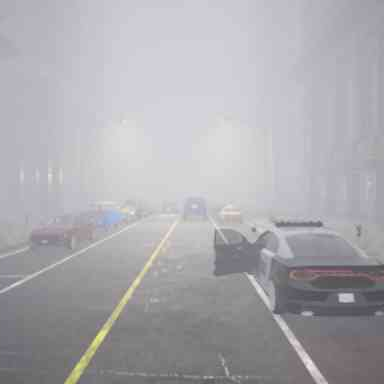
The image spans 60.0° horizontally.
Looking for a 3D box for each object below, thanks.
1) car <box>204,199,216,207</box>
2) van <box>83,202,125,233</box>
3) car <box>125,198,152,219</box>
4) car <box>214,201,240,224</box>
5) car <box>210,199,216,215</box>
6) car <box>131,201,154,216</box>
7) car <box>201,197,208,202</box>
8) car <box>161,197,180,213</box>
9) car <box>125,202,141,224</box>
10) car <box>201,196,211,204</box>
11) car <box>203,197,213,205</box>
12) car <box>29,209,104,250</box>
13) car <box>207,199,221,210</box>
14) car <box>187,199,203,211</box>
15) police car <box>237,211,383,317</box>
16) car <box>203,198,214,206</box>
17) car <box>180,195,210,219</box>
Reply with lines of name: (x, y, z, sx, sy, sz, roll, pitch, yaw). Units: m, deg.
car: (3.227, 1.969, 59.885, 1.947, 1.339, 4.313, 0, 0, 0)
van: (-5.595, 1.504, 20.610, 1.690, 1.788, 3.998, 0, 0, 0)
car: (-5.511, 1.555, 31.846, 2.192, 1.841, 5.009, 0, 0, 0)
car: (2.974, 1.693, 26.344, 1.752, 1.417, 4.829, 0, 0, 0)
car: (3.058, 1.825, 37.411, 1.802, 1.307, 4.206, 0, 0, 0)
car: (-5.469, 1.802, 37.293, 1.752, 1.417, 4.829, 0, 0, 0)
car: (3.482, 2.204, 93.596, 2.008, 1.369, 4.403, 0, 0, 0)
car: (-2.721, 1.783, 41.043, 2.128, 1.511, 4.902, 0, 0, 1)
car: (-5.552, 1.752, 26.226, 2.008, 1.369, 4.403, 0, 0, 0)
car: (3.396, 1.884, 82.360, 2.192, 1.841, 5.009, 0, 0, 0)
car: (3.311, 1.926, 71.123, 1.967, 1.590, 4.097, 0, 0, 0)
car: (-5.637, 1.670, 14.990, 1.887, 1.381, 4.507, 0, 0, 0)
car: (3.143, 1.848, 48.818, 1.752, 1.417, 4.829, 0, 0, 0)
car: (0.394, 1.806, 46.075, 2.128, 1.511, 4.902, 0, 0, 1)
police car: (2.437, 1.468, 7.799, 1.930, 1.638, 5.238, 0, 0, 0)
car: (3.269, 1.990, 65.504, 1.887, 1.381, 4.507, 0, 0, 0)
car: (0.297, 1.436, 31.295, 2.150, 2.045, 5.566, 0, 0, 1)
